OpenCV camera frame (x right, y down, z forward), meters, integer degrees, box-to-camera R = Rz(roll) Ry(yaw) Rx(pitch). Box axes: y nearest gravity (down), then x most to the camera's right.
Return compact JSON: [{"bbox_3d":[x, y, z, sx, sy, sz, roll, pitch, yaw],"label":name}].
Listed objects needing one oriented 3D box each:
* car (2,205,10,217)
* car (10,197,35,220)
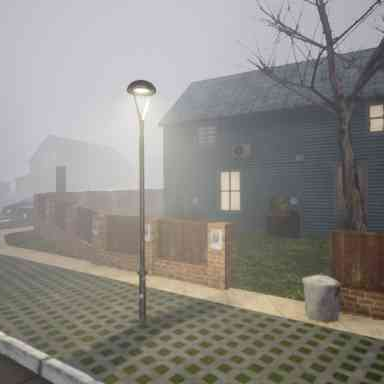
[{"bbox_3d":[-11.088,1.036,23.663,1.994,1.385,4.181,-1,1,30],"label":"car"},{"bbox_3d":[-8.835,1.053,21.680,1.895,1.301,4.718,-1,1,30],"label":"car"}]
